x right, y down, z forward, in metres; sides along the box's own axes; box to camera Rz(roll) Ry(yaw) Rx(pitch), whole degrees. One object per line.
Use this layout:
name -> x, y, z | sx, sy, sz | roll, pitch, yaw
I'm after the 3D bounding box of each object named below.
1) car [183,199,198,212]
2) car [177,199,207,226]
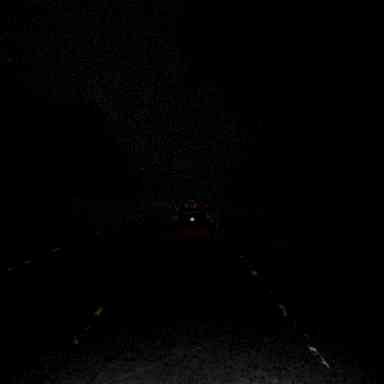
car -> -0.191, 1.614, 41.063 | 1.812, 1.442, 4.674 | 0, 0, -1
car -> 0.001, 1.510, 23.296 | 2.128, 1.511, 4.902 | 0, 0, 0
